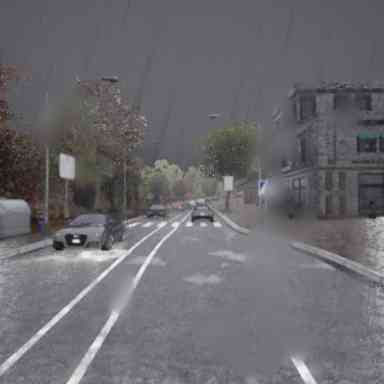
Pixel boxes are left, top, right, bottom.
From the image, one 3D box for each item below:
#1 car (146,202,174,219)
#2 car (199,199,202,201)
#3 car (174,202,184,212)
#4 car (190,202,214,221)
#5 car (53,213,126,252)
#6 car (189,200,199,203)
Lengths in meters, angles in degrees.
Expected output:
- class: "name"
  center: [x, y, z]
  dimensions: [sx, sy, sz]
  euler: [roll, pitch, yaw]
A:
- class: "car"
  center: [-3.371, 1.984, 33.851]
  dimensions: [2.033, 1.411, 5.357]
  euler: [0, -1, 2]
- class: "car"
  center: [0.560, 2.956, 87.426]
  dimensions: [2.097, 1.535, 5.008]
  euler: [1, 2, 11]
- class: "car"
  center: [-2.470, 2.339, 53.238]
  dimensions: [2.097, 1.767, 4.553]
  euler: [0, -1, 4]
- class: "car"
  center: [0.972, 1.922, 30.764]
  dimensions: [1.994, 1.385, 4.181]
  euler: [0, -1, 2]
- class: "car"
  center: [-4.091, 1.568, 13.863]
  dimensions: [1.994, 1.385, 4.181]
  euler: [0, 0, 2]
- class: "car"
  center: [-0.143, 3.135, 81.325]
  dimensions: [2.002, 1.452, 4.674]
  euler: [-2, 1, 6]
